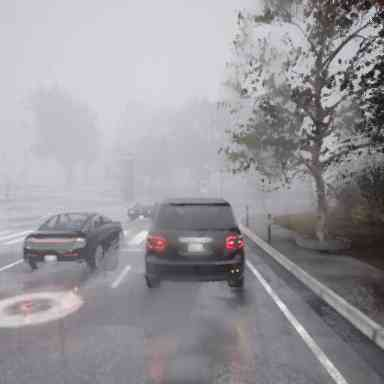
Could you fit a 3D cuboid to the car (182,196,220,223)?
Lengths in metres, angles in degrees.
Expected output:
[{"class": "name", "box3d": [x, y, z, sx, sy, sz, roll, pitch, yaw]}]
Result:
[{"class": "car", "box3d": [0.765, 1.135, 23.445, 1.882, 1.535, 5.008, 0, 1, 11]}]

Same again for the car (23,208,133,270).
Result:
[{"class": "car", "box3d": [-3.473, 1.375, 10.577, 2.128, 1.511, 4.902, 0, 1, 0]}]

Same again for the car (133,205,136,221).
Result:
[{"class": "car", "box3d": [-2.865, 1.256, 23.228, 1.895, 1.301, 4.718, 0, 1, 9]}]

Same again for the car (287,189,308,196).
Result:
[{"class": "car", "box3d": [20.246, 0.090, 64.180, 1.895, 1.301, 4.718, -1, 3, -15]}]

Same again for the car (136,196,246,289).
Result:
[{"class": "car", "box3d": [0.032, 1.123, 9.070, 2.150, 2.045, 5.566, 0, 1, -1]}]

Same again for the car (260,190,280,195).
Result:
[{"class": "car", "box3d": [15.635, -0.131, 67.807, 2.033, 1.411, 5.357, -1, 3, -24]}]
